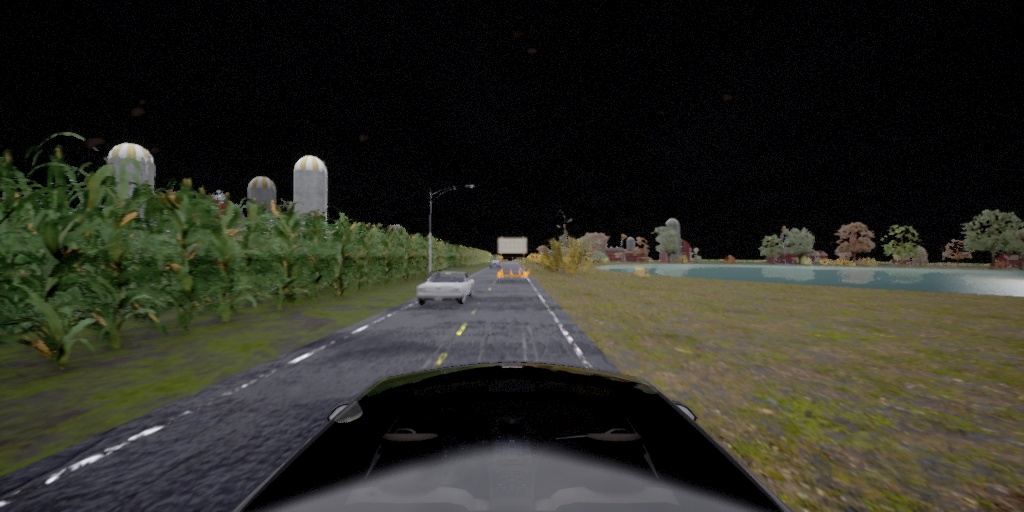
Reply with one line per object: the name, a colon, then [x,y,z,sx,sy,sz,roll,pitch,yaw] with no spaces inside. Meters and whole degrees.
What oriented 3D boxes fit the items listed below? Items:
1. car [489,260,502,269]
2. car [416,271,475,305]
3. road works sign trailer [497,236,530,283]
car: [-2.717,1.339,59.183,1.812,1.442,4.674,0,0,1]
car: [-2.832,1.349,16.057,1.895,1.301,4.718,0,0,0]
road works sign trailer: [0.033,0.222,28.202,2.380,3.560,2.880,0,0,0]
